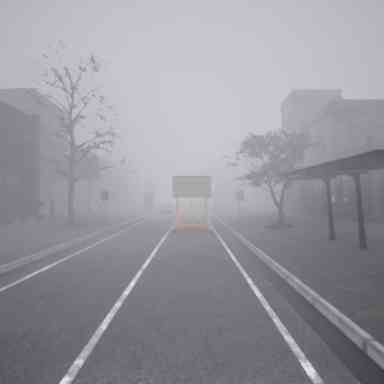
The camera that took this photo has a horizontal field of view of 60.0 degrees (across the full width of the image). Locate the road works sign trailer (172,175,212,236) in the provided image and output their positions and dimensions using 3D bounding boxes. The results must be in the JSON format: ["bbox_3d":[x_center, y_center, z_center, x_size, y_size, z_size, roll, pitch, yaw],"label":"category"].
[{"bbox_3d":[-0.005,0.745,20.515,2.380,3.560,2.880,0,-1,0],"label":"road works sign trailer"}]

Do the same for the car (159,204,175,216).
[{"bbox_3d":[-3.106,2.221,42.575,2.033,1.411,5.357,0,-1,0],"label":"car"}]
